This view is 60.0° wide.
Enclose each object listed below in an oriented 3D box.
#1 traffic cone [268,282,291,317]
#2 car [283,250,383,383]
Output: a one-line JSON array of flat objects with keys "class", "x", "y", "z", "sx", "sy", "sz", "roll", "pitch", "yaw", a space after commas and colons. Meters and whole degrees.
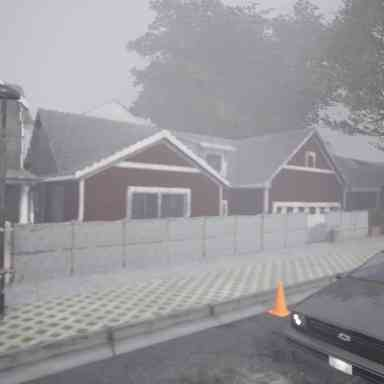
[{"class": "traffic cone", "x": 1.714, "y": 2.038, "z": 6.437, "sx": 0.340, "sy": 0.580, "sz": 0.340, "roll": 1, "pitch": -1, "yaw": -39}, {"class": "car", "x": 3.852, "y": 1.644, "z": 5.412, "sx": 5.357, "sy": 1.411, "sz": 2.033, "roll": 1, "pitch": -1, "yaw": -36}]
